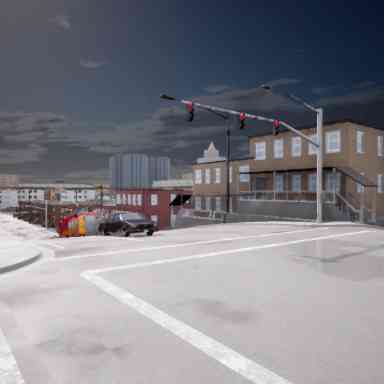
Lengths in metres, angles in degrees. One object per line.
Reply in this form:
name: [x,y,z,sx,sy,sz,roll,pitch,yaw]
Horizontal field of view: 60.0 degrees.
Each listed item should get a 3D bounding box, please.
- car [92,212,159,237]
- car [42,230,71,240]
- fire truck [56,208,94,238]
car: [-4.147,2.011,20.773,2.033,1.411,5.357,0,-5,-36]
car: [-14.820,5.257,35.255,1.895,1.301,4.718,0,-12,-36]
fire truck: [-13.359,4.481,39.354,2.891,3.827,8.468,0,-12,-36]
